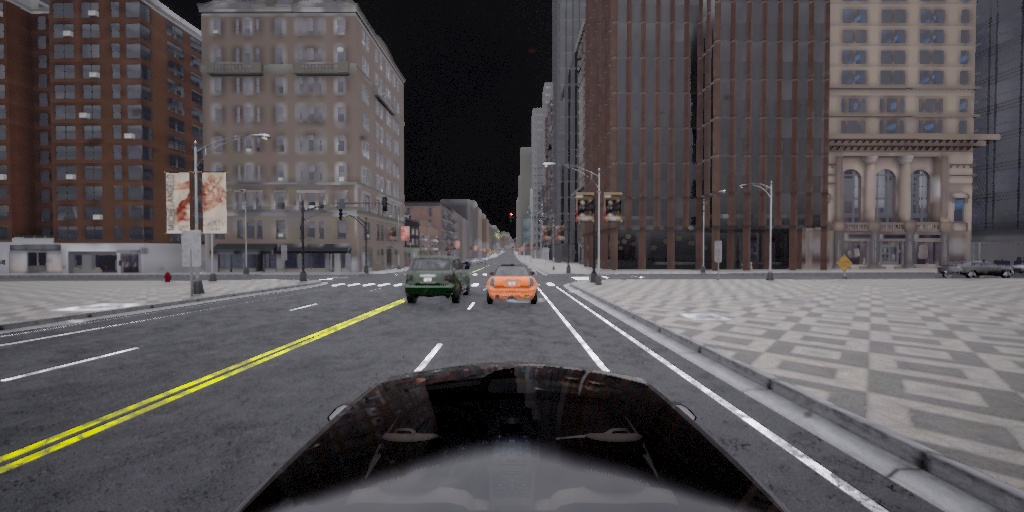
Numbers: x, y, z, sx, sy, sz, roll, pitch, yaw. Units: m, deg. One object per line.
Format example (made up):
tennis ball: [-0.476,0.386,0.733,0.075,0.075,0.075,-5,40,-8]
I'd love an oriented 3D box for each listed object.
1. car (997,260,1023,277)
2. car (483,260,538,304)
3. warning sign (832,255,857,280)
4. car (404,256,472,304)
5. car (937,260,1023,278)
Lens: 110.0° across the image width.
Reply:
car: [48.598,1.127,32.937,5.357,1.411,2.033,0,1,0]
car: [0.001,1.116,16.473,2.097,1.767,4.553,0,0,0]
warning sign: [25.179,0.830,27.140,1.060,1.860,1.300,0,0,0]
car: [-3.249,1.008,16.532,2.150,2.045,5.566,0,0,0]
car: [38.609,1.112,29.898,4.902,1.511,2.128,0,1,0]
